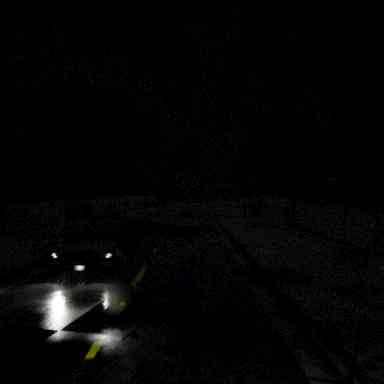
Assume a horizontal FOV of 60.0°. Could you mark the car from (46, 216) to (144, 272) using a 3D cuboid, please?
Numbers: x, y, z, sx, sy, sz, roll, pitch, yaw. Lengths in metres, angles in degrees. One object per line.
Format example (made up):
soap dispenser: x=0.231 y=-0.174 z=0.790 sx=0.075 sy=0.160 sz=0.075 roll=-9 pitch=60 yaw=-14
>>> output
car: x=-2.783 y=1.507 z=10.956 sx=2.033 sy=1.411 sz=5.357 roll=0 pitch=0 yaw=1
